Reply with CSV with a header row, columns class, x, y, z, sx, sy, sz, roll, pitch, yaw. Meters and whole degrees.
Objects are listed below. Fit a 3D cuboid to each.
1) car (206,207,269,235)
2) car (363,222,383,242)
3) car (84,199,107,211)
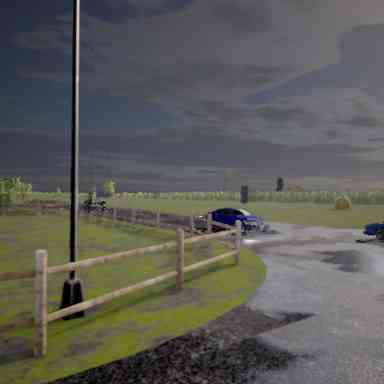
class,x,y,z,sx,sy,sz,roll,pitch,yaw
car,2.645,1.679,20.467,1.812,1.442,4.674,0,0,-32
car,10.826,1.717,15.141,2.033,1.411,5.357,0,0,-34
car,-12.571,1.632,43.004,2.128,1.511,4.902,0,0,-34
